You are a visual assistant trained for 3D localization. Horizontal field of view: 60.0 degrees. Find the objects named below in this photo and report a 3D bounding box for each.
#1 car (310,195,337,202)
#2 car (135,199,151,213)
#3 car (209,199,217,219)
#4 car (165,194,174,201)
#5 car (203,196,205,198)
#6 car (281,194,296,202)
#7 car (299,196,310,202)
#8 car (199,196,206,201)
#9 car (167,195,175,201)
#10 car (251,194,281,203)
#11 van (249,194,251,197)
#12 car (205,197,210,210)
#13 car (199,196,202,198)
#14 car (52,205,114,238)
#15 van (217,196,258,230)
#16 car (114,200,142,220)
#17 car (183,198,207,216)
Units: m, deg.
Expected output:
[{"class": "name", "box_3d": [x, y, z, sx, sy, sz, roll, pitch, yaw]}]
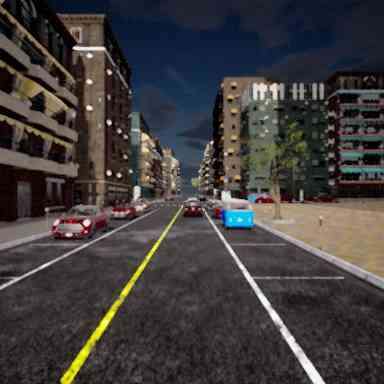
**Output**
[{"class": "car", "box_3d": [24.757, 1.235, 61.788, 4.097, 1.590, 1.967, 0, 0, 0]}, {"class": "car", "box_3d": [-5.807, 1.474, 37.429, 1.967, 1.590, 4.097, 1, 0, 0]}, {"class": "car", "box_3d": [2.785, 1.571, 29.235, 1.887, 1.381, 4.507, 1, 0, 0]}, {"class": "car", "box_3d": [-5.676, 1.397, 83.468, 2.192, 1.841, 5.009, 1, 0, 0]}, {"class": "car", "box_3d": [2.830, 1.592, 45.235, 2.008, 1.369, 4.403, 1, 0, 0]}, {"class": "car", "box_3d": [19.290, 1.282, 70.209, 5.009, 1.841, 2.192, 0, 0, 0]}, {"class": "car", "box_3d": [24.820, 1.470, 70.167, 4.507, 1.381, 1.887, 0, 0, 0]}, {"class": "car", "box_3d": [2.700, 1.670, 88.999, 1.802, 1.307, 4.206, 1, 0, 0]}, {"class": "car", "box_3d": [-5.680, 1.633, 89.039, 1.887, 1.381, 4.507, 1, 0, 0]}, {"class": "car", "box_3d": [13.703, 1.462, 61.866, 4.206, 1.307, 1.802, 0, 0, 0]}, {"class": "van", "box_3d": [13.763, 1.351, 70.248, 3.998, 1.788, 1.690, 0, 0, 0]}, {"class": "car", "box_3d": [2.830, 1.587, 39.665, 2.008, 1.369, 4.403, 1, 0, 0]}, {"class": "car", "box_3d": [0.104, 1.569, 46.856, 1.812, 1.442, 4.674, 0, 0, 0]}, {"class": "car", "box_3d": [-5.682, 1.456, 17.386, 1.967, 1.590, 4.097, 1, 0, 0]}, {"class": "van", "box_3d": [2.731, 1.360, 20.774, 1.690, 1.788, 3.998, 1, 0, 0]}, {"class": "car", "box_3d": [-5.759, 1.607, 28.525, 1.802, 1.307, 4.206, 1, 0, 0]}, {"class": "car", "box_3d": [0.102, 1.577, 32.382, 2.033, 1.411, 5.357, 0, 0, 0]}]
